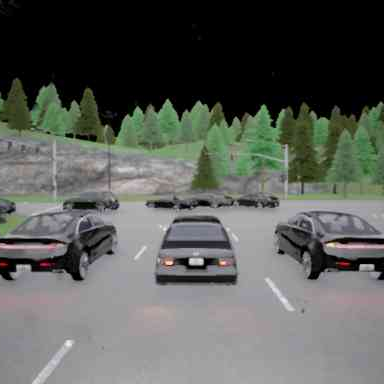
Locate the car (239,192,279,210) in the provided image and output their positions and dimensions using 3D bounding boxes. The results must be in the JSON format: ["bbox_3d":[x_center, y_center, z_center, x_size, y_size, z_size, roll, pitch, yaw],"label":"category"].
[{"bbox_3d":[5.888,0.804,31.406,1.837,1.490,4.892,1,1,-40],"label":"car"}]

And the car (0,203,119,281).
[{"bbox_3d":[-3.387,1.279,9.157,2.128,1.511,4.902,0,1,1],"label":"car"}]

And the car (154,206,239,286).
[{"bbox_3d":[0.113,1.343,8.971,2.033,1.411,5.357,0,1,1],"label":"car"}]

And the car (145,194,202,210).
[{"bbox_3d":[-1.832,0.947,28.974,4.718,1.301,1.895,1,1,36],"label":"car"}]

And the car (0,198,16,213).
[{"bbox_3d":[-15.030,1.008,23.931,4.181,1.385,1.994,0,1,-13],"label":"car"}]

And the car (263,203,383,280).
[{"bbox_3d":[3.615,1.285,9.240,2.128,1.511,4.902,0,1,1],"label":"car"}]

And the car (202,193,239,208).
[{"bbox_3d":[1.502,0.800,30.798,4.902,1.511,2.128,1,1,41],"label":"car"}]

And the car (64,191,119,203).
[{"bbox_3d":[-8.493,0.715,27.892,4.553,1.767,2.097,0,2,17],"label":"car"}]
